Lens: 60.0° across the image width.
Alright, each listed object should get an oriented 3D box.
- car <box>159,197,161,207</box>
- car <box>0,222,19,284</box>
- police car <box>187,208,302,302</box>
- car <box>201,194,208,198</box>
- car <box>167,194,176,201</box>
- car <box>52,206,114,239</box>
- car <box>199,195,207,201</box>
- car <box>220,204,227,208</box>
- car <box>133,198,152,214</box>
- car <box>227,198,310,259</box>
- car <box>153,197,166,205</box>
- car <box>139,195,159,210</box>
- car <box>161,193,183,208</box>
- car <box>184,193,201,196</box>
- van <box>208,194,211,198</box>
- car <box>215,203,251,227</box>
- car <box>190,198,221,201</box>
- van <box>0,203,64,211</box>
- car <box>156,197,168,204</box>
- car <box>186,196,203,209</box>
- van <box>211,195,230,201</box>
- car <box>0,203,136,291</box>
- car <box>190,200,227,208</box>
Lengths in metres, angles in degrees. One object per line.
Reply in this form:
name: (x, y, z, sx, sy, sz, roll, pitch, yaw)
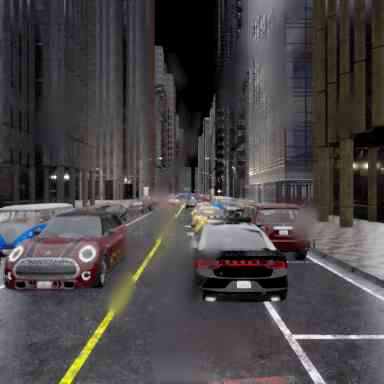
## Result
car: (-5.638, 1.553, 51.827, 1.887, 1.381, 4.507, 0, 0, 0)
car: (-5.748, 1.566, 6.880, 1.947, 1.339, 4.313, 0, 0, 0)
police car: (0.918, 1.425, 8.431, 1.930, 1.638, 5.238, 0, 0, 0)
car: (2.915, 1.327, 63.063, 2.192, 1.841, 5.009, 0, 0, 0)
car: (-5.545, 1.345, 89.918, 2.192, 1.841, 5.009, 0, 0, 0)
car: (-5.721, 1.545, 18.117, 1.887, 1.381, 4.507, 0, 0, 0)
car: (2.980, 1.581, 89.916, 2.008, 1.369, 4.403, 0, 0, 0)
car: (2.805, 1.566, 18.113, 1.947, 1.339, 4.313, 0, 0, 0)
car: (-5.679, 1.585, 34.972, 1.802, 1.307, 4.206, 0, 0, 0)
car: (2.791, 1.315, 12.493, 2.192, 1.841, 5.009, 0, 0, 0)
car: (-5.624, 1.592, 57.445, 1.802, 1.307, 4.206, 0, 0, 0)
car: (-5.666, 1.319, 40.590, 2.192, 1.841, 5.009, 0, 0, 0)
car: (-2.884, 1.357, 48.598, 2.097, 1.767, 4.553, 0, 0, 0)
car: (0.148, 1.233, 60.969, 2.150, 2.045, 5.566, 0, 0, 0)
van: (2.846, 1.344, 34.969, 1.690, 1.788, 3.998, 0, 0, 0)
car: (2.818, 1.551, 23.731, 2.008, 1.369, 4.403, 0, 0, 0)
car: (0.911, 1.457, 24.511, 1.801, 1.575, 5.366, 0, 0, 0)
van: (-5.734, 1.341, 12.499, 1.690, 1.788, 3.998, 0, 0, 0)
car: (-5.610, 1.594, 63.064, 1.802, 1.307, 4.206, 0, 0, 0)
car: (0.145, 1.570, 45.642, 1.994, 1.385, 4.181, 0, 0, 0)
van: (2.832, 1.343, 29.350, 1.690, 1.788, 3.998, 0, 0, 0)
car: (-3.080, 1.352, 9.200, 2.097, 1.767, 4.553, 0, 0, 0)
car: (0.929, 1.456, 18.511, 1.801, 1.575, 5.366, 0, 0, 0)
